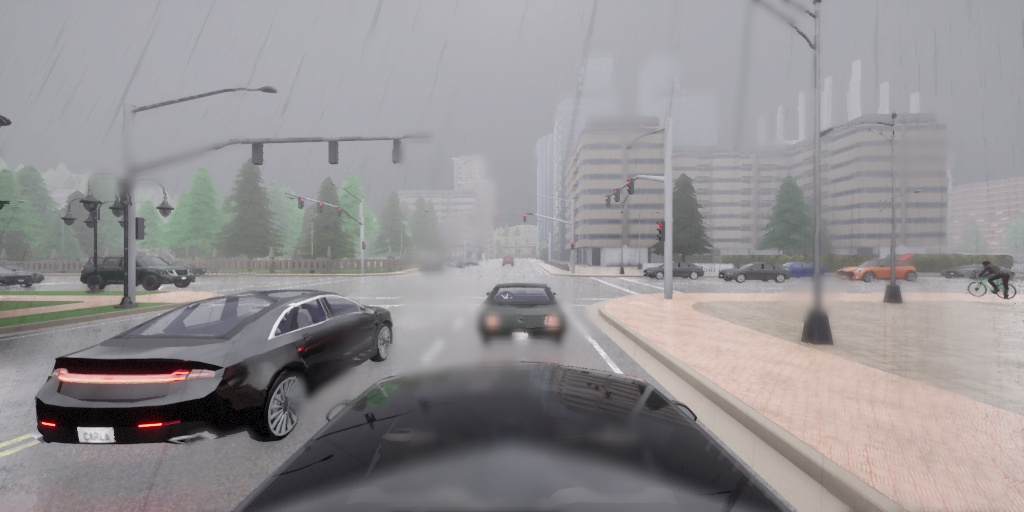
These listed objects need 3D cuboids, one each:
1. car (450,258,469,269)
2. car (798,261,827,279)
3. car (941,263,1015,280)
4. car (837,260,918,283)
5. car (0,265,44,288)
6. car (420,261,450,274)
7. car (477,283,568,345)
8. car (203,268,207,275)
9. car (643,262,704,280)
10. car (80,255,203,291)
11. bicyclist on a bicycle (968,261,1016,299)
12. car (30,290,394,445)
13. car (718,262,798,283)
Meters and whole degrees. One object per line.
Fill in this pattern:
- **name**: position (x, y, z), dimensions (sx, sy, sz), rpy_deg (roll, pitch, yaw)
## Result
- **car**: position (-8.478, 1.239, 55.489), dimensions (2.128, 1.511, 4.902), rpy_deg (0, 0, 2)
- **car**: position (23.998, 1.227, 30.756), dimensions (5.008, 1.535, 1.882), rpy_deg (0, 0, 2)
- **car**: position (39.195, 1.314, 30.238), dimensions (4.181, 1.385, 1.994), rpy_deg (0, 0, 2)
- **car**: position (27.547, 1.102, 27.136), dimensions (4.553, 1.767, 2.097), rpy_deg (0, 0, 2)
- **car**: position (-32.415, 1.228, 21.939), dimensions (5.008, 1.535, 1.882), rpy_deg (0, 0, 2)
- **car**: position (-8.970, 1.297, 41.202), dimensions (2.033, 1.411, 5.357), rpy_deg (0, 0, 2)
- **car**: position (0.263, 1.351, 9.494), dimensions (1.895, 1.301, 4.718), rpy_deg (0, 0, 1)
- **car**: position (-30.723, 1.351, 32.525), dimensions (4.718, 1.301, 1.895), rpy_deg (0, 0, 2)
- **car**: position (13.962, 1.255, 31.089), dimensions (4.892, 1.490, 1.837), rpy_deg (0, 0, 2)
- **car**: position (-22.429, 0.971, 21.581), dimensions (5.566, 2.045, 2.150), rpy_deg (0, 0, 2)
- **bicyclist on a bicycle**: position (21.181, 1.051, 15.859), dimensions (0.582, 1.620, 1.656), rpy_deg (0, 0, 2)
- **car**: position (-3.330, 1.242, 5.343), dimensions (2.128, 1.511, 4.902), rpy_deg (0, 0, 1)
- **car**: position (18.483, 1.255, 27.438), dimensions (4.892, 1.490, 1.837), rpy_deg (0, 0, 2)
